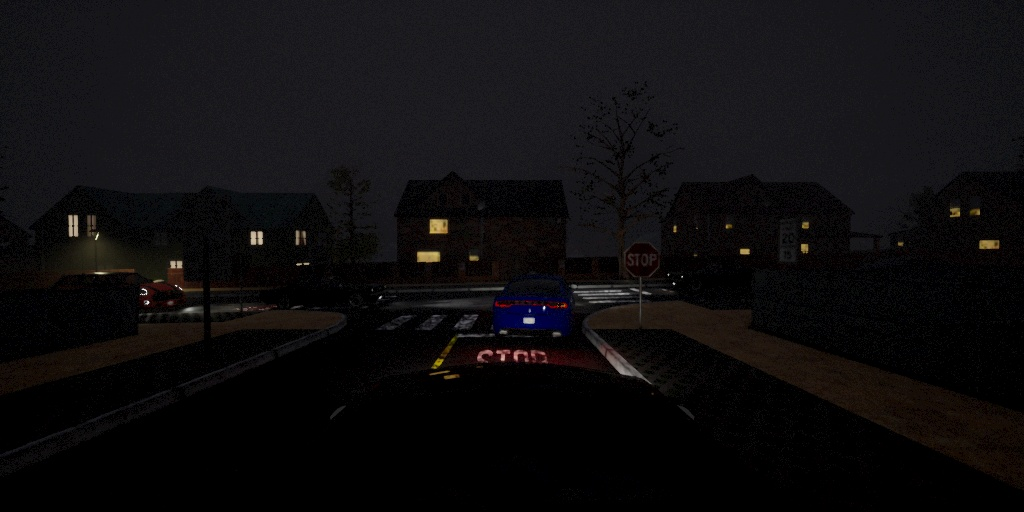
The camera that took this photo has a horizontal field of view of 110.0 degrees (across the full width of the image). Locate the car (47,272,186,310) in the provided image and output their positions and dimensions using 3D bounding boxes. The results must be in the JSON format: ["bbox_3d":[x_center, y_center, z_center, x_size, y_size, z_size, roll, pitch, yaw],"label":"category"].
[{"bbox_3d":[-16.806,1.472,15.266,4.553,1.767,2.097,-1,1,0],"label":"car"}]

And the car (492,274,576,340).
[{"bbox_3d":[0.782,1.226,10.075,1.882,1.535,5.008,0,0,10],"label":"car"}]

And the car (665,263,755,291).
[{"bbox_3d":[10.402,1.034,18.216,4.718,1.301,1.895,-1,1,-1],"label":"car"}]

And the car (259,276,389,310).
[{"bbox_3d":[-7.819,1.506,15.278,4.718,1.301,1.895,-1,1,0],"label":"car"}]

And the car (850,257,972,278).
[{"bbox_3d":[20.047,0.753,18.257,5.357,1.411,2.033,-1,1,0],"label":"car"}]
